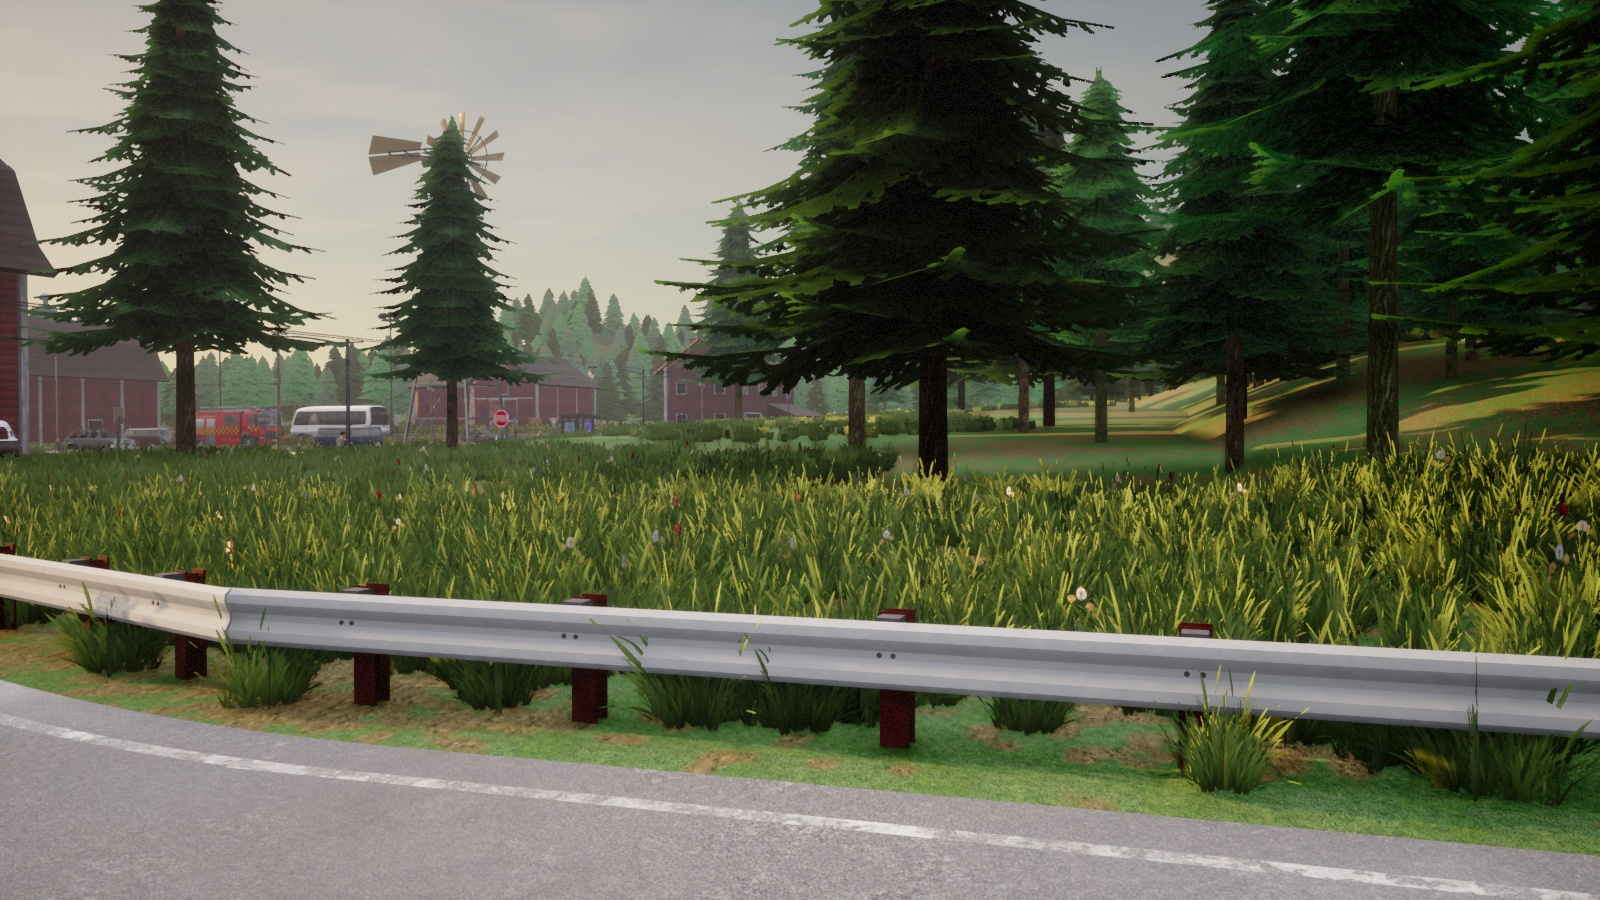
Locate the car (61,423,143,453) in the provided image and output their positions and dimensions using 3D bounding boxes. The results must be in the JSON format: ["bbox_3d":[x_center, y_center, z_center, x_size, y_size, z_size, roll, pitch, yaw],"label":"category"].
[{"bbox_3d":[-44.193,-0.769,79.540,4.605,1.855,1.932,1,1,18],"label":"car"}]

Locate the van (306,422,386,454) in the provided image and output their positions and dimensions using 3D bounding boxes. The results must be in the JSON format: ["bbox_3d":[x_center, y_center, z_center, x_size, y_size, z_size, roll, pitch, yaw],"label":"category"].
[{"bbox_3d":[-28.240,-0.751,78.174,4.442,1.987,1.775,0,1,15],"label":"van"}]

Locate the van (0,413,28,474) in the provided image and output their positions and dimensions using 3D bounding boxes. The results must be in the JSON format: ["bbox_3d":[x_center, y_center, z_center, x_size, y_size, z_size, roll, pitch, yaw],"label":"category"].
[{"bbox_3d":[-28.522,-0.203,41.814,2.069,2.038,4.480,1,1,19],"label":"van"}]
